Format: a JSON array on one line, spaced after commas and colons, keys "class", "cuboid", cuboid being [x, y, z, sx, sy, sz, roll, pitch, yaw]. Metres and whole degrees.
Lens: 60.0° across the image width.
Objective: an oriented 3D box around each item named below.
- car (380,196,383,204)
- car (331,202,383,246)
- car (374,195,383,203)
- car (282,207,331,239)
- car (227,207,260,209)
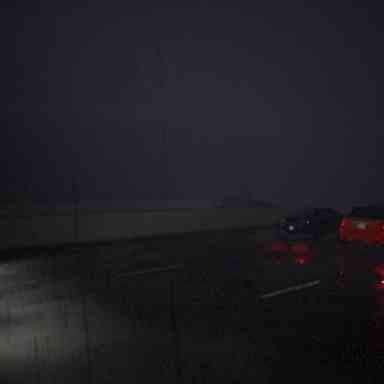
[{"class": "car", "cuboid": [35.967, 1.401, 59.625, 4.902, 1.511, 2.128, 0, 0, -36]}, {"class": "car", "cuboid": [8.169, 1.323, 13.873, 4.553, 1.767, 2.097, 0, 0, -36]}, {"class": "car", "cuboid": [37.875, 1.390, 65.286, 4.674, 1.442, 1.812, 0, 0, -36]}, {"class": "car", "cuboid": [6.564, 1.496, 17.028, 4.674, 1.442, 1.812, 0, 0, -36]}, {"class": "car", "cuboid": [5.146, 1.451, 29.158, 4.902, 1.511, 2.128, 0, 0, -36]}]
